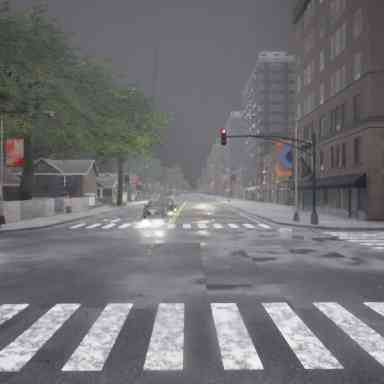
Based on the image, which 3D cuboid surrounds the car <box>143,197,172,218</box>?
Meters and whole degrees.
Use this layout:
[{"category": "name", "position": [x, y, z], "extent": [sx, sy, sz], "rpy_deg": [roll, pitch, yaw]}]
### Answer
[{"category": "car", "position": [-3.263, 1.496, 30.175], "extent": [2.128, 1.511, 4.902], "rpy_deg": [0, 0, 0]}]

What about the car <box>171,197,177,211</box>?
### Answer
[{"category": "car", "position": [-3.233, 1.361, 39.909], "extent": [2.097, 1.767, 4.553], "rpy_deg": [0, 0, 0]}]

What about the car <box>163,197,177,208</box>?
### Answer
[{"category": "car", "position": [-3.200, 1.541, 49.867], "extent": [1.812, 1.442, 4.674], "rpy_deg": [0, 0, 0]}]
